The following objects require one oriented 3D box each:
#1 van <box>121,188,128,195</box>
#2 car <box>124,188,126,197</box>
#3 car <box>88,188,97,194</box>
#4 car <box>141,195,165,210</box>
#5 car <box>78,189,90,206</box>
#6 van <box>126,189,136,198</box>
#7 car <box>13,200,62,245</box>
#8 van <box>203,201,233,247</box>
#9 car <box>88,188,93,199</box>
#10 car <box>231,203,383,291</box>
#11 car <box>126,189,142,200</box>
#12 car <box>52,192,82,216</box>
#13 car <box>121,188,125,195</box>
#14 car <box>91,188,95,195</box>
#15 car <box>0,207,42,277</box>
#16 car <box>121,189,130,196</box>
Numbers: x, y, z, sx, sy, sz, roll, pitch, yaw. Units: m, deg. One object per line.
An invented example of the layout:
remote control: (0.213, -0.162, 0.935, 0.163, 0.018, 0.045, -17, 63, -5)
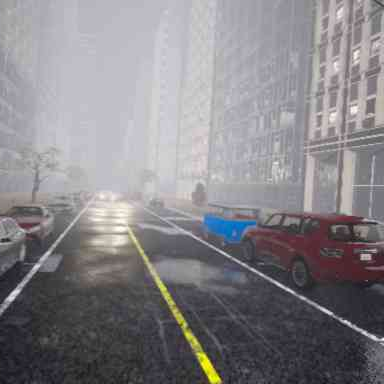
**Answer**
van: (-18.644, -0.096, 91.958, 1.690, 1.788, 3.998, 3, 0, -15)
car: (-11.372, 0.408, 64.492, 2.192, 1.841, 5.009, 3, 0, -15)
car: (-25.287, -0.237, 84.317, 2.008, 1.369, 4.403, 3, 0, -15)
car: (-4.111, 1.170, 37.025, 2.008, 1.369, 4.403, 3, 0, -15)
car: (-12.199, 0.713, 34.875, 2.008, 1.369, 4.403, 3, 0, -15)
van: (-12.827, 0.328, 69.985, 1.690, 1.788, 3.998, 3, 0, -15)
car: (-6.384, 1.164, 12.902, 1.802, 1.307, 4.206, 3, 0, -15)
van: (1.715, 1.380, 15.050, 1.690, 1.788, 3.998, 3, 0, -15)
car: (-15.109, 0.534, 45.862, 1.802, 1.307, 4.206, 3, 0, -15)
car: (3.171, 1.459, 9.556, 2.192, 1.841, 5.009, 3, 0, -15)
car: (-9.918, 0.513, 58.998, 2.192, 1.841, 5.009, 3, 0, -15)
car: (-9.291, 0.923, 23.889, 2.008, 1.369, 4.403, 3, 0, -15)
car: (-14.286, 0.322, 75.479, 1.967, 1.590, 4.097, 3, 0, -15)
car: (-16.556, 0.287, 51.355, 1.967, 1.590, 4.097, 3, 0, -15)
car: (-4.928, 1.238, 7.408, 2.008, 1.369, 4.403, 3, 0, -15)
car: (-17.195, 0.109, 86.466, 1.967, 1.590, 4.097, 3, 0, -15)
